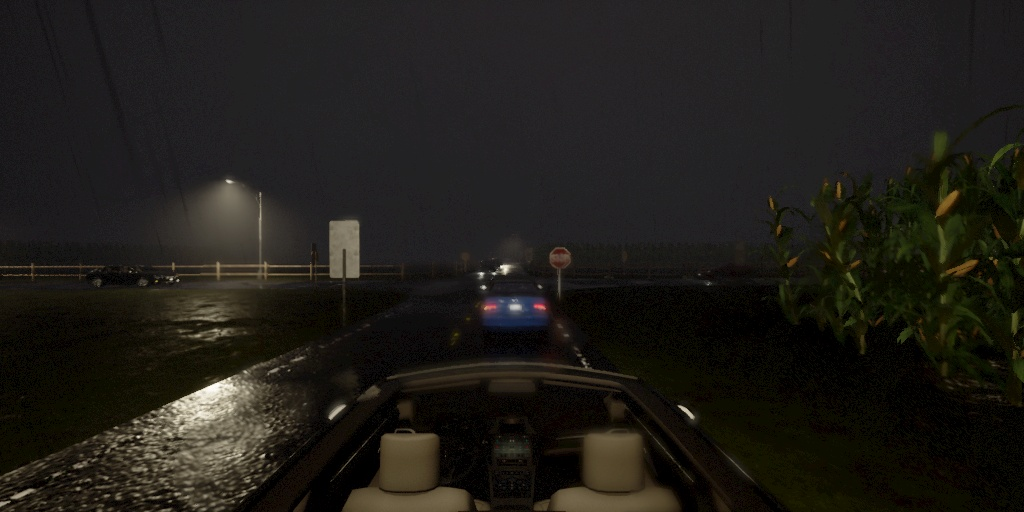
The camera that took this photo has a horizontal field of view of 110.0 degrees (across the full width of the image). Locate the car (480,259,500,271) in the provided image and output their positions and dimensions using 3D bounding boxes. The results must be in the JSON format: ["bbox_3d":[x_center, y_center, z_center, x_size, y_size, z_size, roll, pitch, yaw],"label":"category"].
[{"bbox_3d":[-2.923,1.208,44.900,1.882,1.535,5.008,0,0,0],"label":"car"}]

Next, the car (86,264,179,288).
[{"bbox_3d":[-24.925,1.301,23.632,4.892,1.490,1.837,0,1,-1],"label":"car"}]

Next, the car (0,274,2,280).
[{"bbox_3d":[-40.838,1.356,26.486,4.181,1.385,1.994,0,1,0],"label":"car"}]

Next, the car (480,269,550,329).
[{"bbox_3d":[0.025,1.297,11.210,2.033,1.411,5.357,0,0,-1],"label":"car"}]

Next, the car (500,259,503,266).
[{"bbox_3d":[-2.933,1.279,59.106,1.994,1.385,4.181,0,0,1],"label":"car"}]

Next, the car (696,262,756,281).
[{"bbox_3d":[17.554,1.229,29.454,4.674,1.442,1.812,0,1,-7],"label":"car"}]
